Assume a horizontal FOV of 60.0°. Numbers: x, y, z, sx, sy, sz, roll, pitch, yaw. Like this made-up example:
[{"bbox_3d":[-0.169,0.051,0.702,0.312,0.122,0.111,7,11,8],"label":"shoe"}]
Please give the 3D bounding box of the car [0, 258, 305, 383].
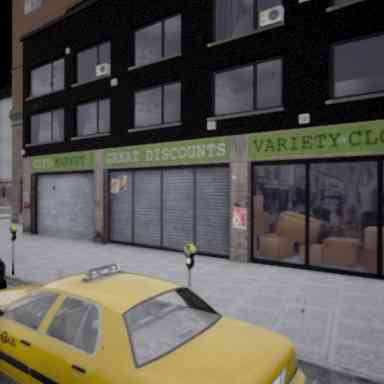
[{"bbox_3d":[-1.234,1.542,3.971,4.829,1.417,1.752,0,0,36],"label":"car"}]
